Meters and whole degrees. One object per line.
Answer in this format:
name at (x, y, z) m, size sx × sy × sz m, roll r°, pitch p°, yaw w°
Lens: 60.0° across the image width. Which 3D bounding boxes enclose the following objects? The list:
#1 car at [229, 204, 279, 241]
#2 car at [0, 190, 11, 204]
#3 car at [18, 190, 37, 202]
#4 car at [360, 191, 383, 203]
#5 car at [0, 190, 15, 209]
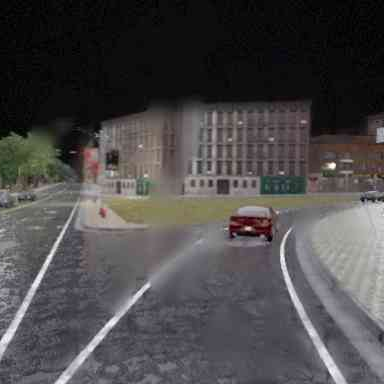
car at (3.079, 1.311, 16.023) m, size 1.882 × 1.535 × 5.008 m, roll 1°, pitch 1°, yaw 18°
car at (-29.391, 0.661, 50.813) m, size 2.150 × 2.045 × 5.566 m, roll 0°, pitch 1°, yaw -18°
car at (-27.704, 0.700, 56.207) m, size 2.150 × 2.045 × 5.566 m, roll 0°, pitch 1°, yaw -18°
car at (24.067, 0.632, 44.125) m, size 4.892 × 1.490 × 1.837 m, roll -2°, pitch 3°, yaw -40°
car at (-22.218, 0.994, 38.838) m, size 2.097 × 1.767 × 4.553 m, roll 0°, pitch 1°, yaw -17°
